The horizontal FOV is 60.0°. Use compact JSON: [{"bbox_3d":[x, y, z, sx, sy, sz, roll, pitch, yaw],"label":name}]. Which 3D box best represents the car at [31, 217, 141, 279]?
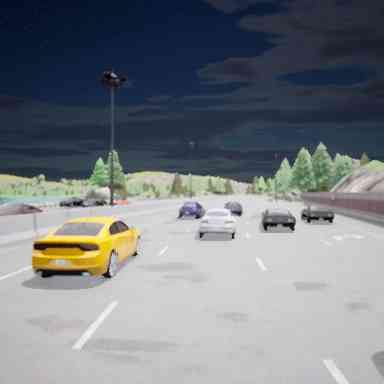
[{"bbox_3d":[-2.903,1.501,10.240,1.882,1.535,5.008,0,0,4],"label":"car"}]

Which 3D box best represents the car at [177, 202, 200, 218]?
[{"bbox_3d":[-0.013,1.631,30.773,1.812,1.442,4.674,0,0,10],"label":"car"}]

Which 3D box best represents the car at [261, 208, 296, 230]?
[{"bbox_3d":[5.501,1.697,21.686,1.895,1.301,4.718,0,0,9],"label":"car"}]

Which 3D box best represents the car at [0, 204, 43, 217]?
[{"bbox_3d":[-12.192,1.555,23.031,1.812,1.442,4.674,0,0,9],"label":"car"}]

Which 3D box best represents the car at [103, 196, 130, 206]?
[{"bbox_3d":[-10.957,1.478,49.818,2.097,1.767,4.553,0,0,11],"label":"car"}]

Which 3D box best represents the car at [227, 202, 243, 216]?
[{"bbox_3d":[4.338,1.701,35.165,1.994,1.385,4.181,0,0,10],"label":"car"}]

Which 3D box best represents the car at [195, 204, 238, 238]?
[{"bbox_3d":[1.464,1.594,18.158,1.812,1.442,4.674,0,0,8],"label":"car"}]

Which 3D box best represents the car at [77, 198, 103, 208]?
[{"bbox_3d":[-14.564,1.601,49.574,2.128,1.511,4.902,0,0,11],"label":"car"}]

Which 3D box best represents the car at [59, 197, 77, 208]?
[{"bbox_3d":[-18.014,1.576,50.148,1.882,1.535,5.008,0,0,11],"label":"car"}]

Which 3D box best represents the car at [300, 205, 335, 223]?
[{"bbox_3d":[9.916,1.732,26.700,1.895,1.301,4.718,0,0,10],"label":"car"}]
